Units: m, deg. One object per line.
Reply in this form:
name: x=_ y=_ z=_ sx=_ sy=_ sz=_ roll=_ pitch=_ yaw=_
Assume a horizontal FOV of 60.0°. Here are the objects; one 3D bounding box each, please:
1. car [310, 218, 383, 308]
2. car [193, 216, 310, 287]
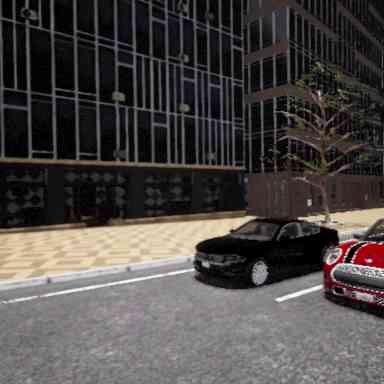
car: x=4.972 y=1.356 z=7.555 sx=4.553 sy=1.767 sz=2.097 roll=0 pitch=0 yaw=-38
car: x=2.308 y=1.490 z=9.588 sx=5.008 sy=1.535 sz=1.882 roll=0 pitch=0 yaw=-38
